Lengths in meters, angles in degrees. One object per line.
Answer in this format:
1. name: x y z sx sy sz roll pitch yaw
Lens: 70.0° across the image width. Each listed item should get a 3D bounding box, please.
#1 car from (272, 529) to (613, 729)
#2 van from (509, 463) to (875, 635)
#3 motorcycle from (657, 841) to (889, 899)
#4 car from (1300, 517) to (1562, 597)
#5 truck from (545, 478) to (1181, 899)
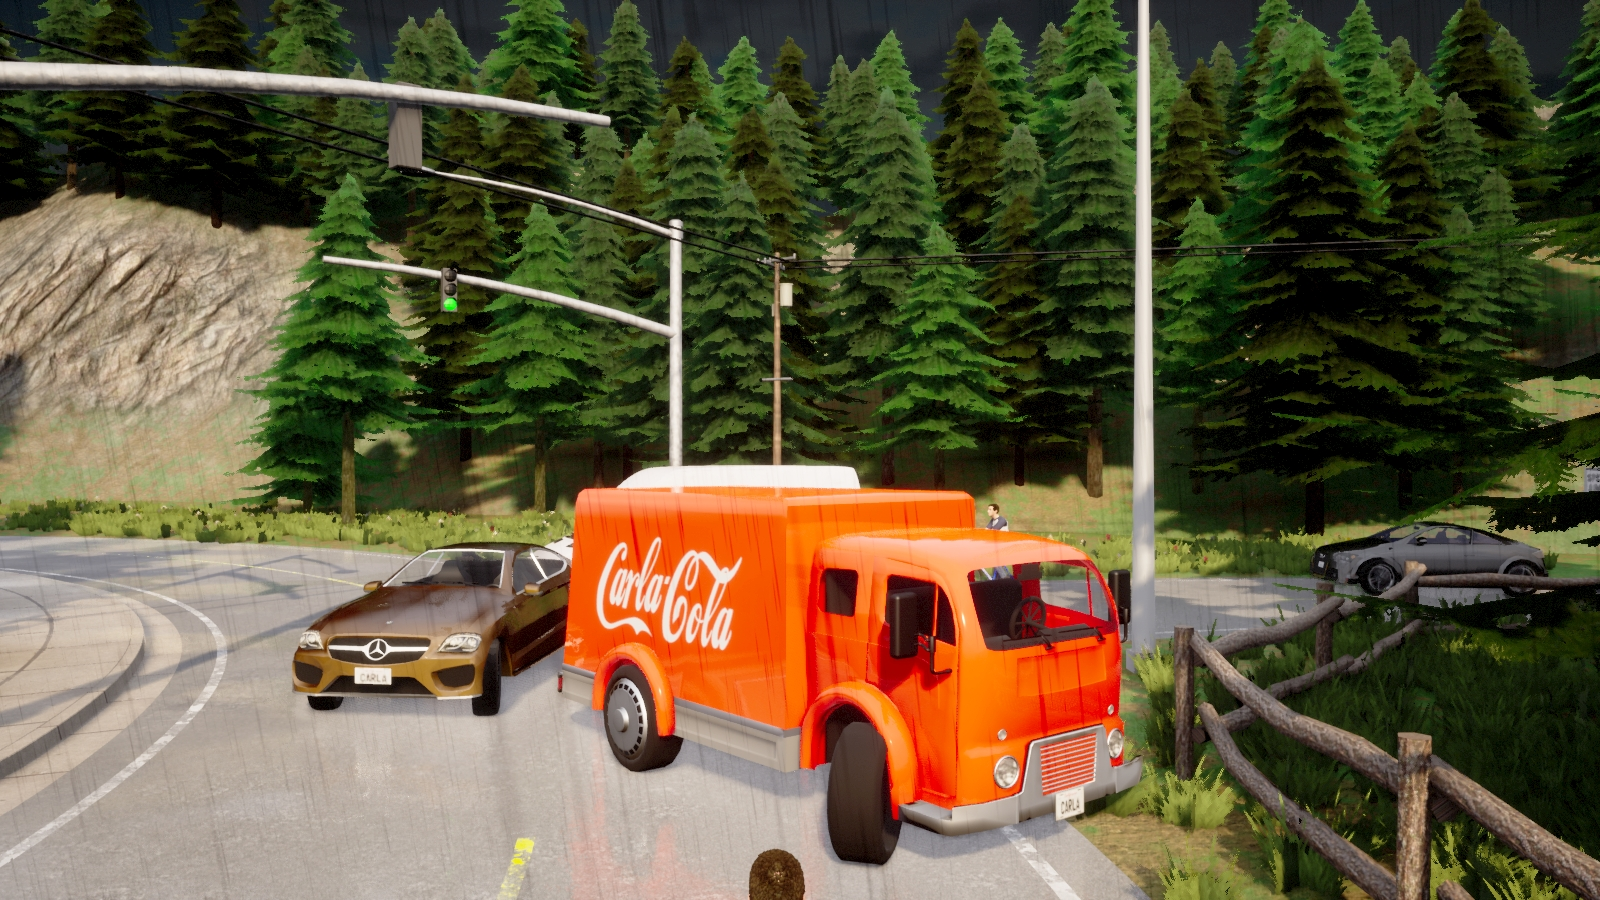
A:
1. car: -4.038 1.970 14.038 2.152 1.651 5.027 0 0 6
2. van: -1.776 1.528 19.549 5.915 2.561 1.988 0 0 -27
3. motorcycle: -0.074 2.159 3.526 0.803 1.199 2.033 0 0 -2
4. car: 12.589 2.119 23.051 4.181 1.385 1.994 0 0 6
5. truck: 0.202 1.542 9.769 2.627 2.467 5.204 0 0 -39
